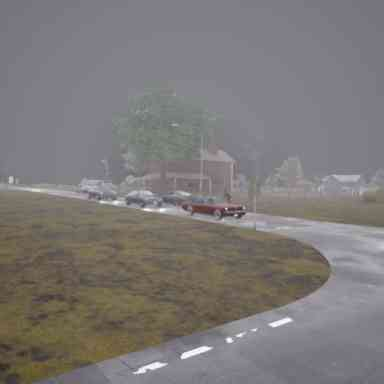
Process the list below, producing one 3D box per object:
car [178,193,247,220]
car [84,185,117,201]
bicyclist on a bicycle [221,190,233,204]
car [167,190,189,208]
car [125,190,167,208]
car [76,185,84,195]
[{"bbox_3d":[1.353,0.984,21.624,1.895,1.301,4.718,0,2,-36],"label":"car"},{"bbox_3d":[-10.263,0.003,37.909,2.097,1.767,4.553,0,2,-36],"label":"car"},{"bbox_3d":[3.069,0.644,29.521,1.656,1.620,0.582,0,2,-36],"label":"bicyclist on a bicycle"},{"bbox_3d":[-1.351,0.582,30.484,1.812,1.442,4.674,0,2,-35],"label":"car"},{"bbox_3d":[-4.424,0.540,29.721,1.812,1.442,4.674,0,2,-36],"label":"car"},{"bbox_3d":[-16.661,-0.353,51.899,1.812,1.442,4.674,0,2,-35],"label":"car"}]
